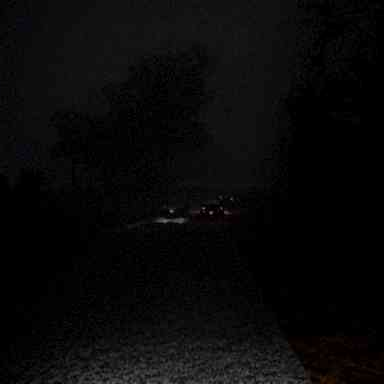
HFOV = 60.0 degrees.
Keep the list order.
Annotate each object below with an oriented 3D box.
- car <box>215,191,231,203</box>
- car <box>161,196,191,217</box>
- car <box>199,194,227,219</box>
[{"bbox_3d":[3.763,0.513,41.540,1.994,1.385,4.181,1,3,9],"label":"car"},{"bbox_3d":[-1.228,1.073,26.969,2.128,1.511,4.902,1,2,6],"label":"car"},{"bbox_3d":[1.563,1.181,25.333,1.812,1.442,4.674,0,2,6],"label":"car"}]
